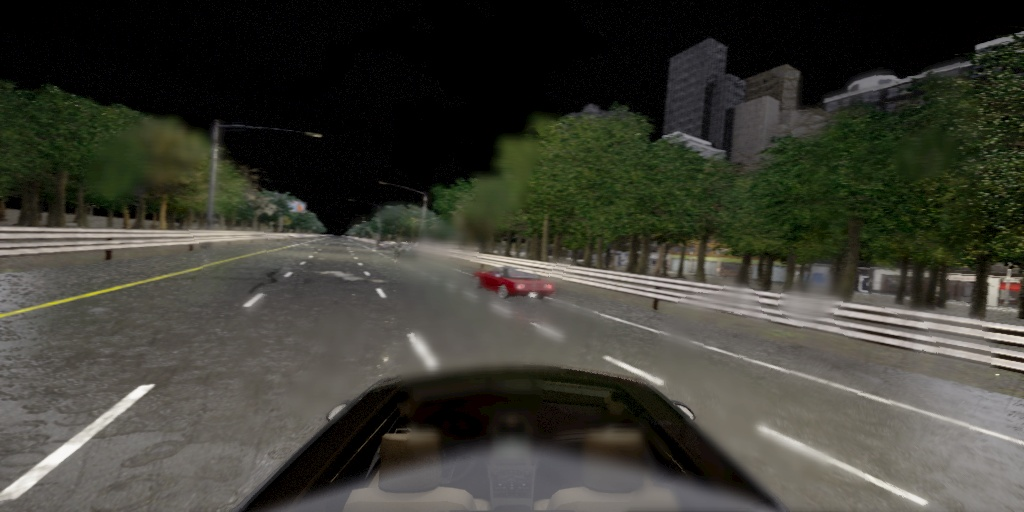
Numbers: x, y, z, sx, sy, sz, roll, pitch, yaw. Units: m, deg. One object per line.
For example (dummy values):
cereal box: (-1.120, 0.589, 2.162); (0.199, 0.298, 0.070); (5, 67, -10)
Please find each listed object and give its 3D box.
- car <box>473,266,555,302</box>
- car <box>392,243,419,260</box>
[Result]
car: (-0.112, 1.097, 15.636); (1.895, 1.301, 4.718); (4, 1, -26)
car: (-11.781, -0.591, 39.851); (2.097, 1.767, 4.553); (4, 1, -26)
